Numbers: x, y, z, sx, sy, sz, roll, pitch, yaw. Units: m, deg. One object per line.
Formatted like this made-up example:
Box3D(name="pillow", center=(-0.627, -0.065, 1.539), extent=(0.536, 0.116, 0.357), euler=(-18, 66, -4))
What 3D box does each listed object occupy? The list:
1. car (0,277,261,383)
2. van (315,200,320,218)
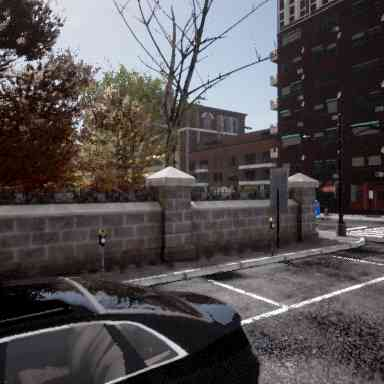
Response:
Box3D(name="car", center=(-1.673, 1.505, 2.186), extent=(4.892, 1.490, 1.837), euler=(0, 0, -36))
Box3D(name="van", center=(10.496, 1.647, 32.597), extent=(1.690, 1.788, 3.998), euler=(-1, 0, -36))
